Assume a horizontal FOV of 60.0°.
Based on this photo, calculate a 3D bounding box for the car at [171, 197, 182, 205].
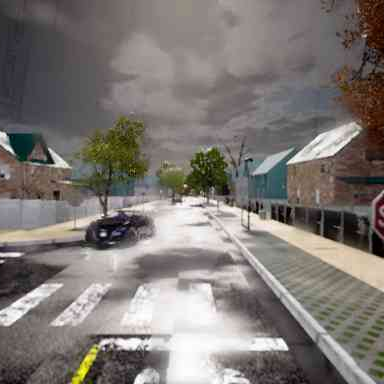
[{"bbox_3d":[-2.734,1.539,60.075,1.895,1.301,4.718,0,0,0],"label":"car"}]

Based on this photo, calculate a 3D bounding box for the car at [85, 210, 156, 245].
[{"bbox_3d":[-3.188,1.562,15.670,1.994,1.385,4.181,1,0,14],"label":"car"}]
